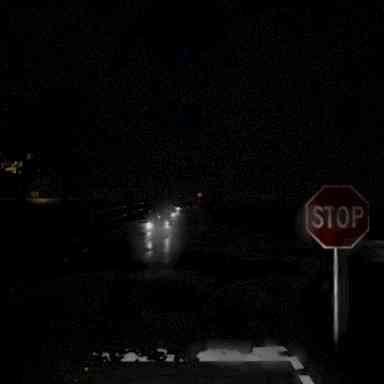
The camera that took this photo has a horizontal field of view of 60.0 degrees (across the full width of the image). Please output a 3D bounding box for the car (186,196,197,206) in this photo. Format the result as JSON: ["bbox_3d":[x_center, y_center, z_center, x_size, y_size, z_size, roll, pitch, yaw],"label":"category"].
[{"bbox_3d":[-0.108,1.722,60.539,1.812,1.442,4.674,0,0,0],"label":"car"}]

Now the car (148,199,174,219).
[{"bbox_3d":[-2.866,1.585,29.925,1.812,1.442,4.674,0,0,-1],"label":"car"}]

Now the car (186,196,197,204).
[{"bbox_3d":[-0.127,1.644,70.825,2.128,1.511,4.902,0,0,0],"label":"car"}]

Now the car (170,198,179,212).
[{"bbox_3d":[-2.920,1.574,40.071,1.882,1.535,5.008,0,0,0],"label":"car"}]
